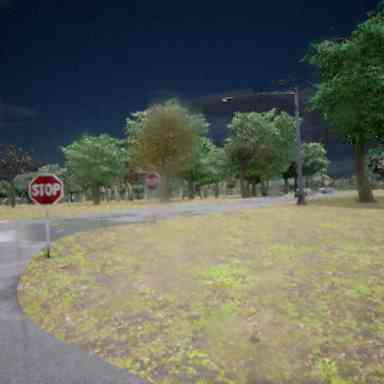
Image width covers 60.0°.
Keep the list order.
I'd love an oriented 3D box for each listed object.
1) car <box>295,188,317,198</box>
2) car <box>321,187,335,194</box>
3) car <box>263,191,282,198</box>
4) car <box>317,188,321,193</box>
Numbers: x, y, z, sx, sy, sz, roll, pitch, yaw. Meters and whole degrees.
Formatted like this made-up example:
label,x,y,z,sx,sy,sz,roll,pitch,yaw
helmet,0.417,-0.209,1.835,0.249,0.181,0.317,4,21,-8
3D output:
label,x,y,z,sx,sy,sz,roll,pitch,yaw
car,16.737,0.114,49.619,1.837,1.490,4.892,-3,0,33
car,31.924,-0.356,77.212,1.994,1.385,4.181,-3,0,29
car,13.956,0.419,57.878,1.895,1.301,4.718,-3,-1,34
car,34.091,-0.403,87.559,1.812,1.442,4.674,-3,-1,34
